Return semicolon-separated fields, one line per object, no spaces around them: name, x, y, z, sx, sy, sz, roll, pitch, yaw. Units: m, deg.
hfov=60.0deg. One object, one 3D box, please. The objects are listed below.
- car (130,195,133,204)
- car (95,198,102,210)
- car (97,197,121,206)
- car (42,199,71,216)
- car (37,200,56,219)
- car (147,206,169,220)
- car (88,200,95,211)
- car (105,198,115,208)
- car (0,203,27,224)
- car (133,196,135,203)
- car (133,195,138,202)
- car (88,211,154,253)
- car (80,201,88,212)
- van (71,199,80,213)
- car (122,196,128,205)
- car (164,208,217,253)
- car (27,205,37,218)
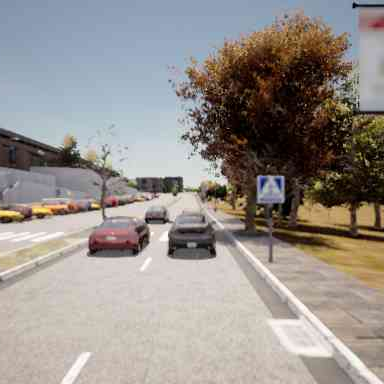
car;-16.836;2.110;77.692;4.553;1.767;2.185;-1;0;-20
car;-16.704;2.144;50.897;5.366;1.575;1.946;-1;-1;-20
car;-16.900;1.960;62.753;5.566;2.045;2.435;-1;0;-20
car;-16.855;1.888;38.898;4.553;1.767;2.185;0;-1;-20
car;-16.712;1.917;32.987;5.366;1.575;1.946;0;-1;-20
car;-3.002;1.912;29.009;2.033;1.411;5.357;0;-1;0
car;-16.904;2.154;47.827;4.792;1.488;2.163;-1;0;-20
car;-16.868;2.240;59.781;4.674;1.452;2.002;-1;0;-20
car;-16.715;1.819;27.022;5.366;1.575;1.946;0;-1;-20
car;-16.857;2.280;80.664;4.674;1.452;2.002;-1;0;-20
car;-16.835;2.274;83.683;4.792;1.488;2.163;-1;0;-20
car;-2.993;1.719;14.364;1.994;1.385;4.181;0;-1;0
car;-16.874;2.130;44.855;4.674;1.452;2.002;-1;0;-20
van;-16.776;1.829;41.926;4.442;1.987;1.878;0;-1;-20
car;-16.846;1.970;68.749;5.566;2.045;2.435;-1;0;-20
car;0.003;1.663;14.320;1.837;1.490;4.892;0;0;0
car;-16.913;1.902;29.925;4.792;1.488;2.163;0;-1;-20
